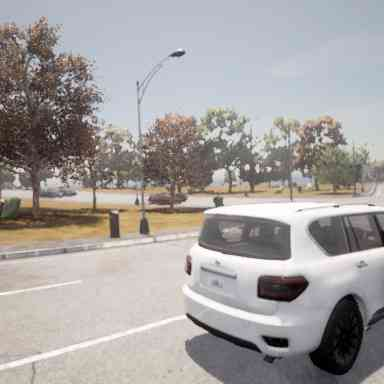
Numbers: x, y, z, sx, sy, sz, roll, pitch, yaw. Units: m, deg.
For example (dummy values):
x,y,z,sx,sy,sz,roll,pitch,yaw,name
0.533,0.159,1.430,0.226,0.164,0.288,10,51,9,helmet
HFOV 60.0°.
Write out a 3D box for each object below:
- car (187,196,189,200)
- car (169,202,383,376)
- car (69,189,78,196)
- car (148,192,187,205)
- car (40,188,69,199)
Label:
x,y,z,sx,sy,sz,roll,pitch,yaw,name
-2.814,0.707,45.436,4.718,1.301,1.895,1,3,33,car
2.410,1.190,5.823,5.566,2.045,2.150,-1,0,-39,car
-21.873,0.074,57.825,4.181,1.385,1.994,2,4,33,car
-3.349,0.820,41.615,4.674,1.442,1.812,1,3,33,car
-22.924,0.205,54.329,4.902,1.511,2.128,2,4,33,car
